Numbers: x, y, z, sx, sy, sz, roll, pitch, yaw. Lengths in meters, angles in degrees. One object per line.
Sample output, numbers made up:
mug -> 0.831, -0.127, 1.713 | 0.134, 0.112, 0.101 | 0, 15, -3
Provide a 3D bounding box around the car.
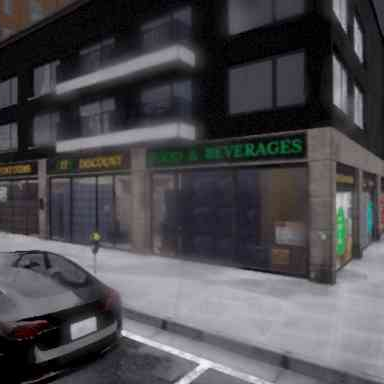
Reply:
car -> -2.898, 1.540, 4.923 | 4.313, 1.339, 1.947 | 0, 0, 36
